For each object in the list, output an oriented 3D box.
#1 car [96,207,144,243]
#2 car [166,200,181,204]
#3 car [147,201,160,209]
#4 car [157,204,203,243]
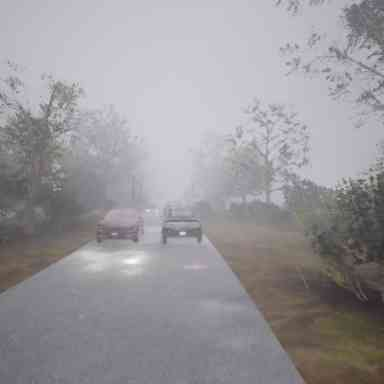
[{"bbox_3d":[-3.499,1.558,16.852,1.882,1.535,5.008,0,0,-4],"label":"car"},{"bbox_3d":[-1.956,1.634,35.026,2.097,1.767,4.553,0,-1,-5],"label":"car"},{"bbox_3d":[-6.860,2.304,59.170,1.837,1.490,4.892,0,-1,-4],"label":"car"},{"bbox_3d":[-0.550,1.574,16.685,2.128,1.511,4.902,0,0,-3],"label":"car"}]
